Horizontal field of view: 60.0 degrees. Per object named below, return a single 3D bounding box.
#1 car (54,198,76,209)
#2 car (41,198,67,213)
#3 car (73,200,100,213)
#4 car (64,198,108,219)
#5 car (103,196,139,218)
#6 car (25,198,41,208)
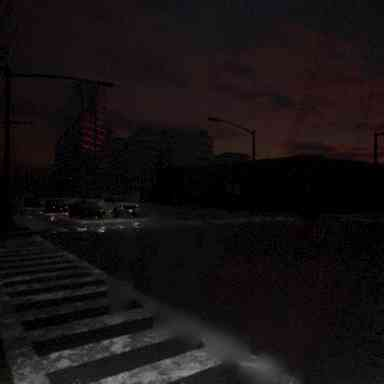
[{"bbox_3d":[-18.984,1.651,49.462,1.882,1.535,5.008,1,-1,-35],"label":"car"},{"bbox_3d":[-16.036,1.631,39.260,1.837,1.490,4.892,1,0,-36],"label":"car"},{"bbox_3d":[-13.078,1.737,41.155,1.994,1.385,4.181,1,-1,-35],"label":"car"},{"bbox_3d":[-9.823,1.604,30.548,1.882,1.535,5.008,1,-1,-36],"label":"car"},{"bbox_3d":[-7.267,1.394,33.005,2.150,2.045,5.566,1,-1,-36],"label":"car"},{"bbox_3d":[-24.432,1.635,51.131,1.837,1.490,4.892,1,-1,-35],"label":"car"}]
